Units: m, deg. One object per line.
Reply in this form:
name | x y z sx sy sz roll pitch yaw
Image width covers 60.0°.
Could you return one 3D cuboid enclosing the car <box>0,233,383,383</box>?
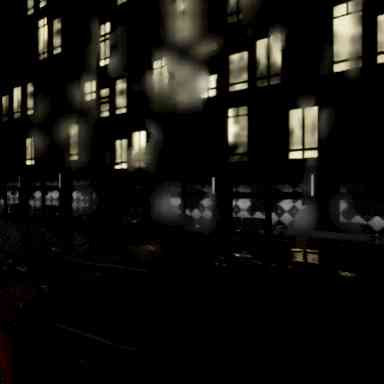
car | -0.047 1.317 2.903 5.009 1.841 2.192 0 0 36
